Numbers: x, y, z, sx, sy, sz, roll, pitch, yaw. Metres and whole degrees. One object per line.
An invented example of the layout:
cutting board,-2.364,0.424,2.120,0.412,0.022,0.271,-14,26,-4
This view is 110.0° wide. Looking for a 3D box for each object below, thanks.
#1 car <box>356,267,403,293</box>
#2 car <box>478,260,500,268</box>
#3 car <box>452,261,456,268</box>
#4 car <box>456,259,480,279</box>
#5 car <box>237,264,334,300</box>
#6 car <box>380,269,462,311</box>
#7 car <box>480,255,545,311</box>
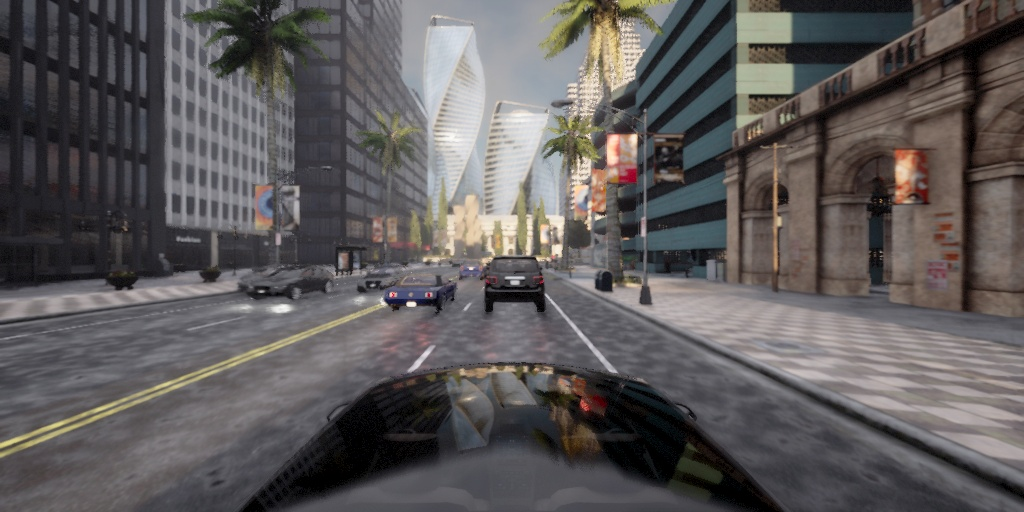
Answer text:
car,-7.100,1.312,20.293,1.994,1.385,4.181,0,0,0
car,-3.948,1.342,61.432,1.895,1.301,4.718,0,0,22
car,-8.276,1.245,59.362,1.837,1.490,4.892,0,0,18
car,-3.402,1.098,32.020,2.097,1.767,4.553,0,0,0
car,-10.601,1.253,17.602,1.837,1.490,4.892,0,0,0
car,-3.408,1.349,14.381,1.895,1.301,4.718,0,0,0
car,0.099,0.970,14.540,2.150,2.045,5.566,0,0,0
